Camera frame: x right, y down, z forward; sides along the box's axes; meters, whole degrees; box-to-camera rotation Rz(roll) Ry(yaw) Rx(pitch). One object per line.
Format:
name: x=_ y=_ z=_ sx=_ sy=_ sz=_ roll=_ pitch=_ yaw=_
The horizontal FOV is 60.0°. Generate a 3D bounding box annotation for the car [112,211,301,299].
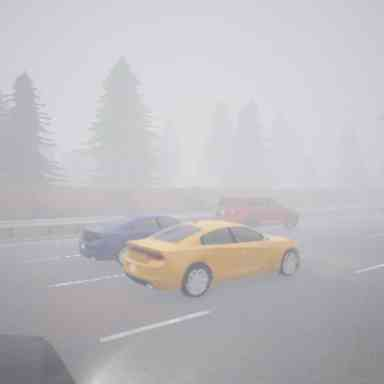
car: x=0.751 y=1.475 z=8.586 sx=5.008 sy=1.535 sz=1.882 roll=0 pitch=0 yaw=-36

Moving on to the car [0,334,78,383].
car: x=-3.218 y=1.548 z=1.451 sx=5.357 sy=1.411 sz=2.033 roll=0 pitch=0 yaw=-35

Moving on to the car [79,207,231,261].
car: x=-1.255 y=1.474 z=11.452 sx=5.008 sy=1.535 sz=1.882 roll=0 pitch=0 yaw=-36

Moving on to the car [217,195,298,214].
car: x=3.816 y=1.215 z=19.374 sx=5.566 sy=2.045 sz=2.150 roll=0 pitch=0 yaw=-36
